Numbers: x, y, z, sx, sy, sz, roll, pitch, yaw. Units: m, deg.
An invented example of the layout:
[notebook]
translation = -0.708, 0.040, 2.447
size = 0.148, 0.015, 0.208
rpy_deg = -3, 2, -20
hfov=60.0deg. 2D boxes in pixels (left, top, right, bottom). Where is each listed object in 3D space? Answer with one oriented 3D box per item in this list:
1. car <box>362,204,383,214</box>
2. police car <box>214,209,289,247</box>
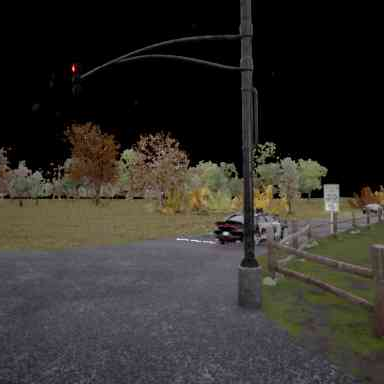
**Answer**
[car]
translation = 26.087, 2.435, 47.887
size = 2.033, 1.411, 5.357
rpy_deg = -1, -2, 40
[police car]
translation = 3.150, 1.671, 16.541
size = 1.930, 1.638, 5.238
rpy_deg = -1, -2, 40
